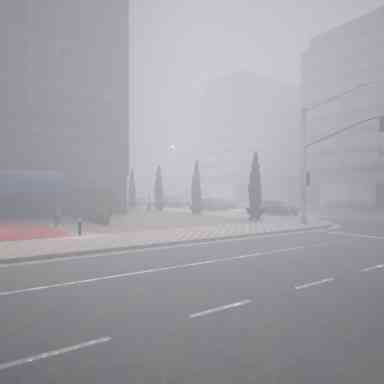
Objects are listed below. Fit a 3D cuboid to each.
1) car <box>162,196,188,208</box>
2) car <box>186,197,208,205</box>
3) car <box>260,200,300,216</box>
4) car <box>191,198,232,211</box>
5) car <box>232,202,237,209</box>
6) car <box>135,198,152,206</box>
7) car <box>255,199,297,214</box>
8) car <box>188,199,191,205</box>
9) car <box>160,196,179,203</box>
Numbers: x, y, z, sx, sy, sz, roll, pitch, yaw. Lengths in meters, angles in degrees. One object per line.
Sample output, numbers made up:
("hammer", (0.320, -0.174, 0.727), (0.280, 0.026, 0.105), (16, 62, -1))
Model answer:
("car", (-3.031, 1.349, 48.413), (2.097, 1.767, 4.553), (0, 0, -35))
("car", (0.921, 1.559, 61.417), (1.994, 1.385, 4.181), (0, 0, -34))
("car", (8.241, 1.522, 32.242), (1.812, 1.442, 4.674), (0, 0, -35))
("car", (2.289, 1.503, 40.781), (1.837, 1.490, 4.892), (0, 0, -35))
("car", (4.092, 1.560, 44.316), (1.994, 1.385, 4.181), (0, 0, -35))
("car", (-8.603, 1.598, 56.449), (1.895, 1.301, 4.718), (0, 0, -35))
("car", (9.260, 1.561, 36.909), (1.994, 1.385, 4.181), (0, 0, -35))
("car", (-1.910, 1.561, 52.927), (1.994, 1.385, 4.181), (0, 0, -35))
("car", (-4.736, 1.596, 69.582), (1.895, 1.301, 4.718), (0, 0, -34))
